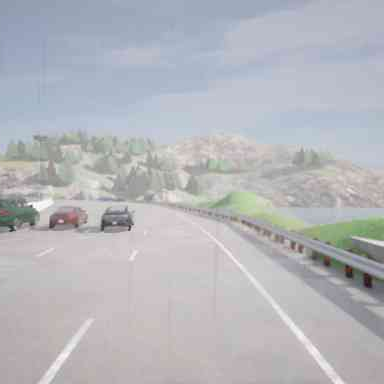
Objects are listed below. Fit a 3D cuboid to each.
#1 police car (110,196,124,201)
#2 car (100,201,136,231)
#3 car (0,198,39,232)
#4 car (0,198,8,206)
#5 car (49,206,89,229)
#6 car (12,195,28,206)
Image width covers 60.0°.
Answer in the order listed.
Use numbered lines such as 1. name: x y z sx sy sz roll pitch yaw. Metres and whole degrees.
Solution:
1. police car: -19.031 1.889 86.318 1.930 1.638 5.238 0 0 -26
2. car: -4.731 1.608 21.633 2.128 1.511 4.902 0 0 -6
3. car: -11.713 1.380 21.314 2.150 2.045 5.566 0 0 -7
4. car: -37.774 1.974 65.833 1.994 1.385 4.181 0 0 -23
5. car: -8.412 1.670 22.950 1.812 1.442 4.674 0 0 -7
6. car: -33.860 1.616 65.487 2.150 2.045 5.566 0 0 -21
